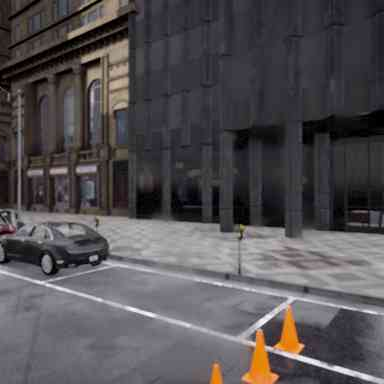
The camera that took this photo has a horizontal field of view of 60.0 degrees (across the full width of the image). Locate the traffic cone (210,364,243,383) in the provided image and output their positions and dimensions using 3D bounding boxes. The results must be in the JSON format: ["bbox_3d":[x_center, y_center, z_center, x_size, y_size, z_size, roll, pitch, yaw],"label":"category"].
[{"bbox_3d":[0.234,1.960,3.205,0.340,0.580,0.340,0,0,36],"label":"traffic cone"}]

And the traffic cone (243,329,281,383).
[{"bbox_3d":[0.820,1.960,4.015,0.340,0.580,0.340,0,0,36],"label":"traffic cone"}]

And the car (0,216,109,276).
[{"bbox_3d":[-4.445,1.578,10.344,4.403,1.369,2.008,0,0,36],"label":"car"}]

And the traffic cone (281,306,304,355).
[{"bbox_3d":[1.407,1.960,4.825,0.340,0.580,0.340,0,0,36],"label":"traffic cone"}]

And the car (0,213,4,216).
[{"bbox_3d":[-9.043,1.483,13.675,4.097,1.590,1.967,0,0,36],"label":"car"}]
